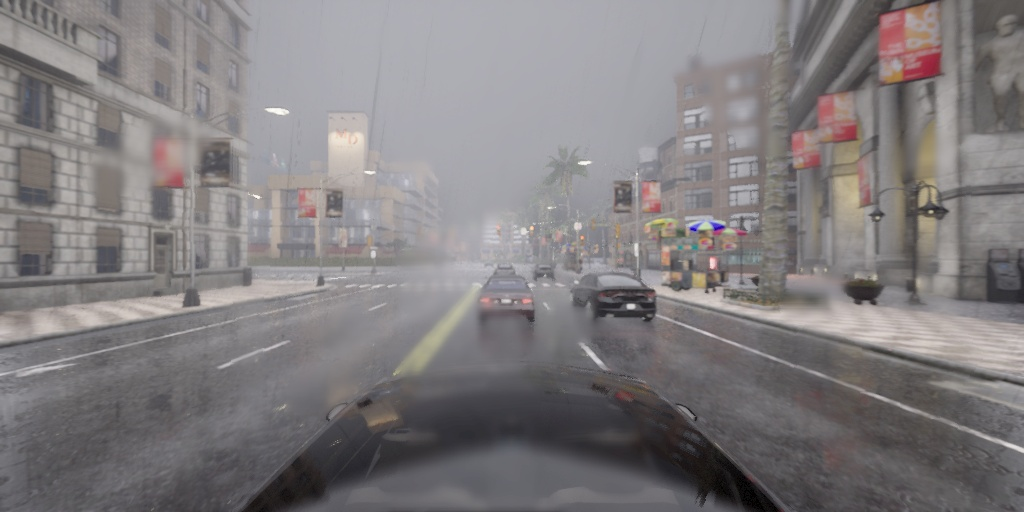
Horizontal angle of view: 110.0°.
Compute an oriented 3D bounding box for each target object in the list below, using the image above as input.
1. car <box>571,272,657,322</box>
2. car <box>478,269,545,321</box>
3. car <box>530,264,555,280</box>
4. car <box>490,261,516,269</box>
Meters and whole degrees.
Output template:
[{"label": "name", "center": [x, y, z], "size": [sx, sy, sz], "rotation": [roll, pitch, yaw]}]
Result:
[{"label": "car", "center": [3.325, 1.284, 12.607], "size": [1.882, 1.535, 5.008], "rotation": [0, 0, -1]}, {"label": "car", "center": [-0.177, 1.365, 12.749], "size": [2.033, 1.411, 5.357], "rotation": [0, 0, -1]}, {"label": "car", "center": [2.843, 1.438, 33.116], "size": [1.837, 1.490, 4.892], "rotation": [0, 0, -1]}, {"label": "car", "center": [-0.650, 1.433, 32.709], "size": [2.128, 1.511, 4.902], "rotation": [0, 0, -1]}]
